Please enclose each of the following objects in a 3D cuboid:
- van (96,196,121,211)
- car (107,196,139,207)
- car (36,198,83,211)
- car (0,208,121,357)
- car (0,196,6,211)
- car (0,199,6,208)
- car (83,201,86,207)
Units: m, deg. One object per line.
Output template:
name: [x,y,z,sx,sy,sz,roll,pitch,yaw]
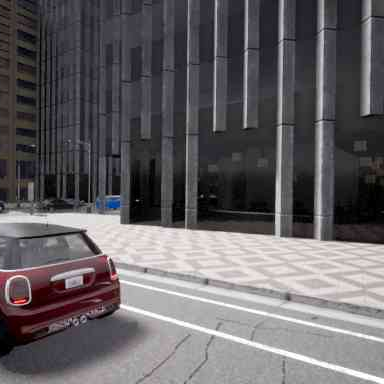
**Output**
van: [-9.689,1.339,40.271,1.690,1.788,3.998,1,1,36]
car: [-10.207,1.428,49.578,1.812,1.442,4.674,1,1,36]
car: [-15.058,1.490,37.407,1.812,1.442,4.674,1,1,36]
car: [-3.474,1.349,6.155,4.553,1.767,2.097,0,0,35]
car: [-22.971,1.324,36.432,1.967,1.590,4.097,1,1,36]
car: [-21.542,1.278,33.785,2.097,1.767,4.553,1,1,35]
car: [-15.954,1.461,41.608,2.033,1.411,5.357,1,1,36]
